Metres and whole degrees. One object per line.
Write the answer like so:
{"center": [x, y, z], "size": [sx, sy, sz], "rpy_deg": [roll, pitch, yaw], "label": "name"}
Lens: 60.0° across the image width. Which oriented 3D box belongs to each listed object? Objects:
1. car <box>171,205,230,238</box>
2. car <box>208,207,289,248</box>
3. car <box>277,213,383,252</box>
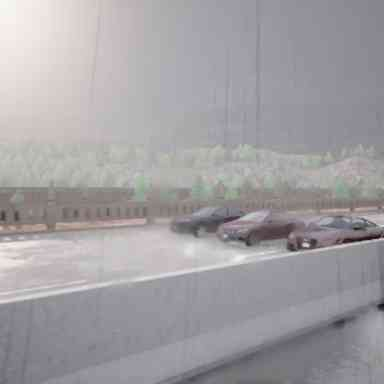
{"center": [1.209, 1.480, 17.758], "size": [5.008, 1.535, 1.882], "rpy_deg": [0, 0, -36], "label": "car"}
{"center": [3.240, 1.528, 14.906], "size": [4.674, 1.442, 1.812], "rpy_deg": [0, 0, -36], "label": "car"}
{"center": [5.383, 1.566, 12.136], "size": [4.181, 1.385, 1.994], "rpy_deg": [0, 0, -36], "label": "car"}
